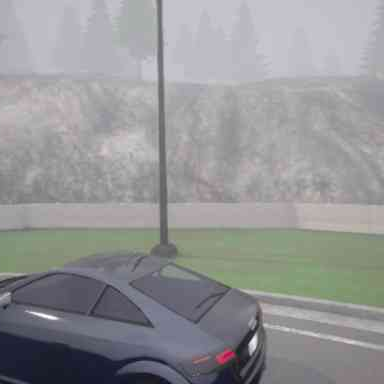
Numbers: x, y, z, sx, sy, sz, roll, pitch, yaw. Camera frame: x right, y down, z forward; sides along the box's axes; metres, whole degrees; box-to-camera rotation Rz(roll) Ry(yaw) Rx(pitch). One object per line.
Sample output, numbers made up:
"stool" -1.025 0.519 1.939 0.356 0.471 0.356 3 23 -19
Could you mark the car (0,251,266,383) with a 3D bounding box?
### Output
"car" -1.243 1.473 4.077 4.181 1.385 1.994 0 1 23
